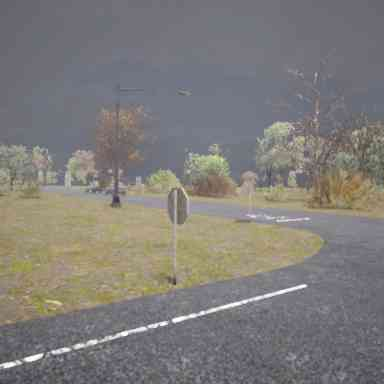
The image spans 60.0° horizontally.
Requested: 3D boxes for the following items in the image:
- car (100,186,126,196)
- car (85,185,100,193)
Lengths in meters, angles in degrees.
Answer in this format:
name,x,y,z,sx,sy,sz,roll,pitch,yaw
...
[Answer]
name,x,y,z,sx,sy,sz,roll,pitch,yaw
car,-11.933,-0.243,51.668,2.128,1.511,4.902,0,2,-36
car,-17.772,-0.552,59.792,1.837,1.490,4.892,0,2,-36
